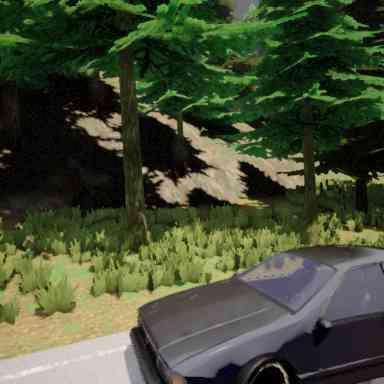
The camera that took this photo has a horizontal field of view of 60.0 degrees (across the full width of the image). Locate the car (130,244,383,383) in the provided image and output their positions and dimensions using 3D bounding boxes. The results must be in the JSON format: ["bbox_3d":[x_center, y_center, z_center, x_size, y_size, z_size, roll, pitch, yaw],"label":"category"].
[{"bbox_3d":[1.951,1.484,4.468,5.357,1.411,2.033,-1,1,-19],"label":"car"}]
